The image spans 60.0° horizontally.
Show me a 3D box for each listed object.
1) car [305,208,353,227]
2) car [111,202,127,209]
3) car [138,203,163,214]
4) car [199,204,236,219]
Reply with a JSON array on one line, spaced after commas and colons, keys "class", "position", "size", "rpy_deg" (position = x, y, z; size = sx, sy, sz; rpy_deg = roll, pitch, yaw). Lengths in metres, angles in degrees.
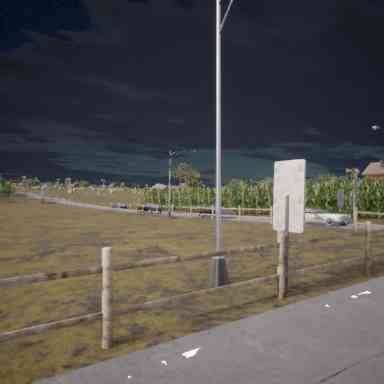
[{"class": "car", "position": [9.755, 1.919, 25.655], "size": [1.895, 1.301, 4.718], "rpy_deg": [3, -3, -37]}, {"class": "car", "position": [-14.160, 2.595, 64.238], "size": [1.994, 1.385, 4.181], "rpy_deg": [3, -1, -35]}, {"class": "car", "position": [-5.980, 2.323, 47.723], "size": [1.882, 1.535, 5.008], "rpy_deg": [3, -2, -35]}, {"class": "car", "position": [2.664, 2.077, 35.546], "size": [1.837, 1.490, 4.892], "rpy_deg": [3, -2, -36]}]
